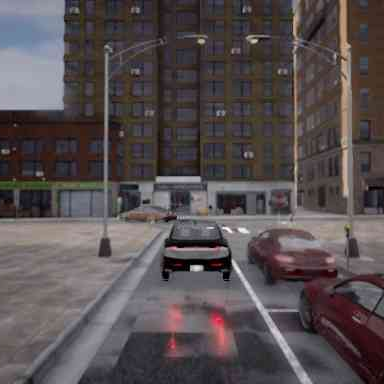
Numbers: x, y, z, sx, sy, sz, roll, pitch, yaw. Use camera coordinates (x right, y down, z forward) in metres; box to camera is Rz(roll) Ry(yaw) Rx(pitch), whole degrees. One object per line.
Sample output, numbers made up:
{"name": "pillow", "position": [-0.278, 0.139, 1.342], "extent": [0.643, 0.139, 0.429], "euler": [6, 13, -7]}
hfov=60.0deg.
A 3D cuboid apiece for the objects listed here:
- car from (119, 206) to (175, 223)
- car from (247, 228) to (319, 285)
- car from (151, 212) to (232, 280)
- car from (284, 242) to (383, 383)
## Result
{"name": "car", "position": [-3.788, 1.891, 28.173], "extent": [5.357, 1.411, 2.033], "euler": [-2, -2, 37]}
{"name": "car", "position": [2.657, 1.682, 9.475], "extent": [1.802, 1.307, 4.206], "euler": [1, -1, 0]}
{"name": "car", "position": [0.108, 1.601, 10.254], "extent": [2.128, 1.511, 4.902], "euler": [0, -1, 0]}
{"name": "car", "position": [2.653, 1.625, 4.037], "extent": [1.802, 1.307, 4.206], "euler": [1, -1, 0]}
